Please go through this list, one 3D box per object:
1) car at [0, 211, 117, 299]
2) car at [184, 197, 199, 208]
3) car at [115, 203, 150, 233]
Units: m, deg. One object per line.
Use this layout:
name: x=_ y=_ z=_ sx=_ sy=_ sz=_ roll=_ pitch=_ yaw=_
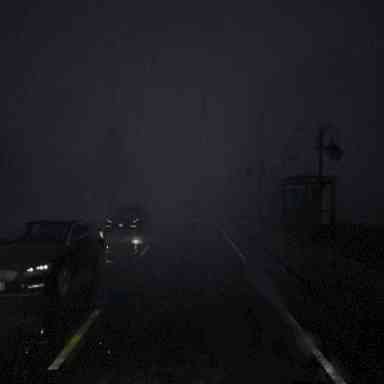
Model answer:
car: x=-3.616 y=1.468 z=8.564 sx=2.128 sy=1.511 sz=4.902 roll=0 pitch=0 yaw=0
car: x=-0.034 y=1.339 z=44.468 sx=1.882 sy=1.535 sz=5.008 roll=0 pitch=0 yaw=0
car: x=-3.609 y=1.449 z=19.409 sx=1.837 sy=1.490 sz=4.892 roll=0 pitch=0 yaw=1
